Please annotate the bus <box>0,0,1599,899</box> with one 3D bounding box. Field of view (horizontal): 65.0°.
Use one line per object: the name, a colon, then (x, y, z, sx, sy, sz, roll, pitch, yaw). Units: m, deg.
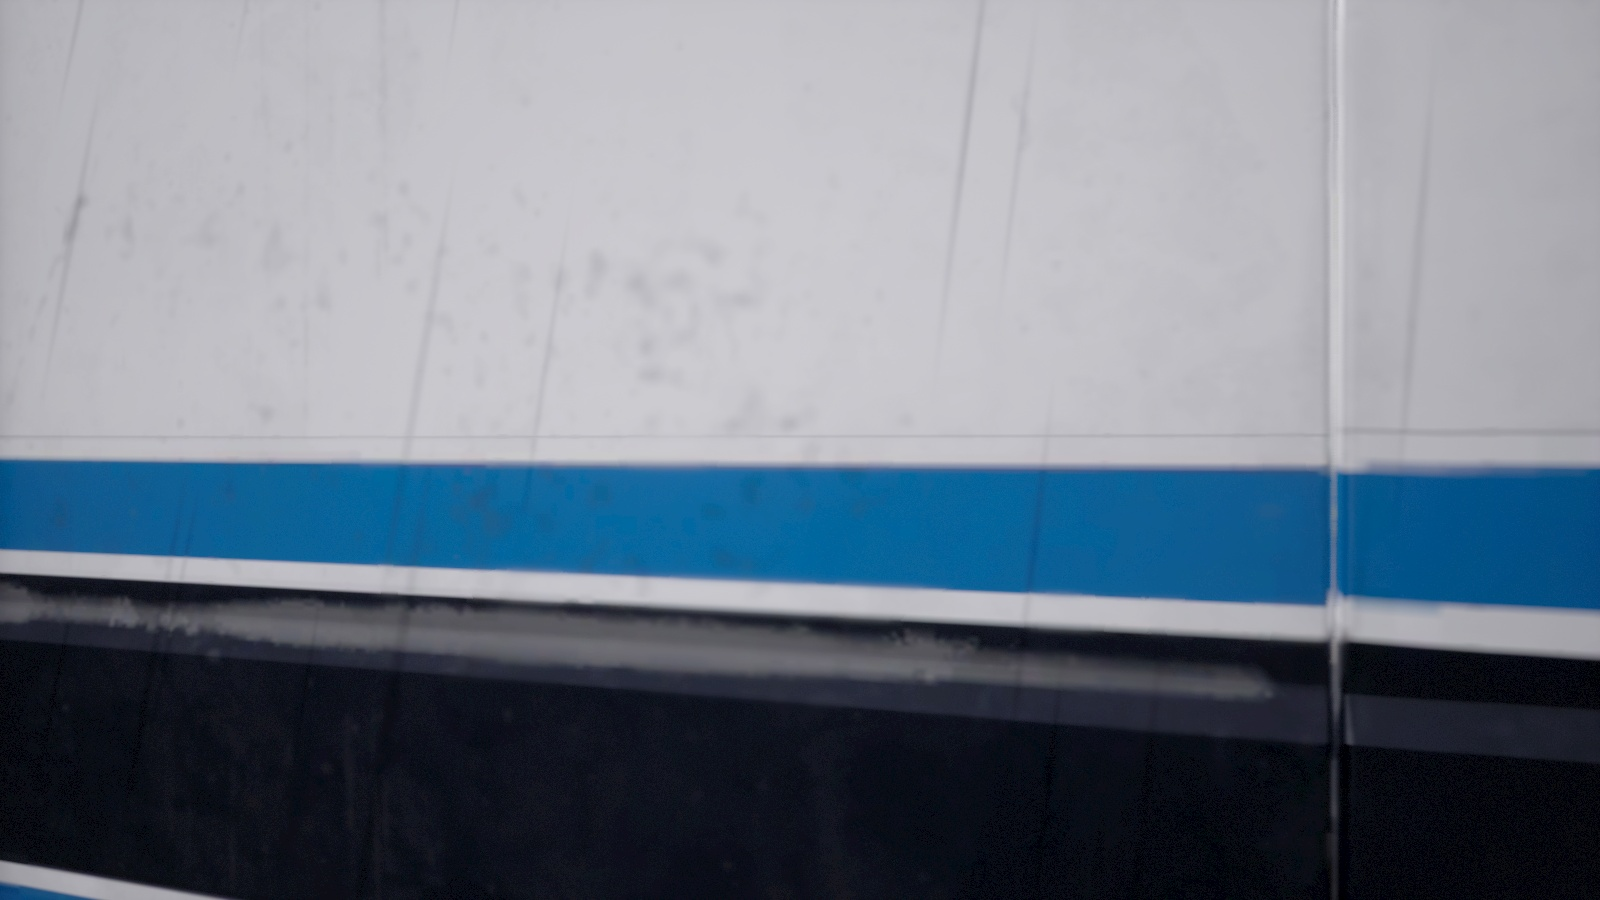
bus: (0.345, -0.594, 2.992, 10.273, 4.253, 3.944, 1, 1, 21)
